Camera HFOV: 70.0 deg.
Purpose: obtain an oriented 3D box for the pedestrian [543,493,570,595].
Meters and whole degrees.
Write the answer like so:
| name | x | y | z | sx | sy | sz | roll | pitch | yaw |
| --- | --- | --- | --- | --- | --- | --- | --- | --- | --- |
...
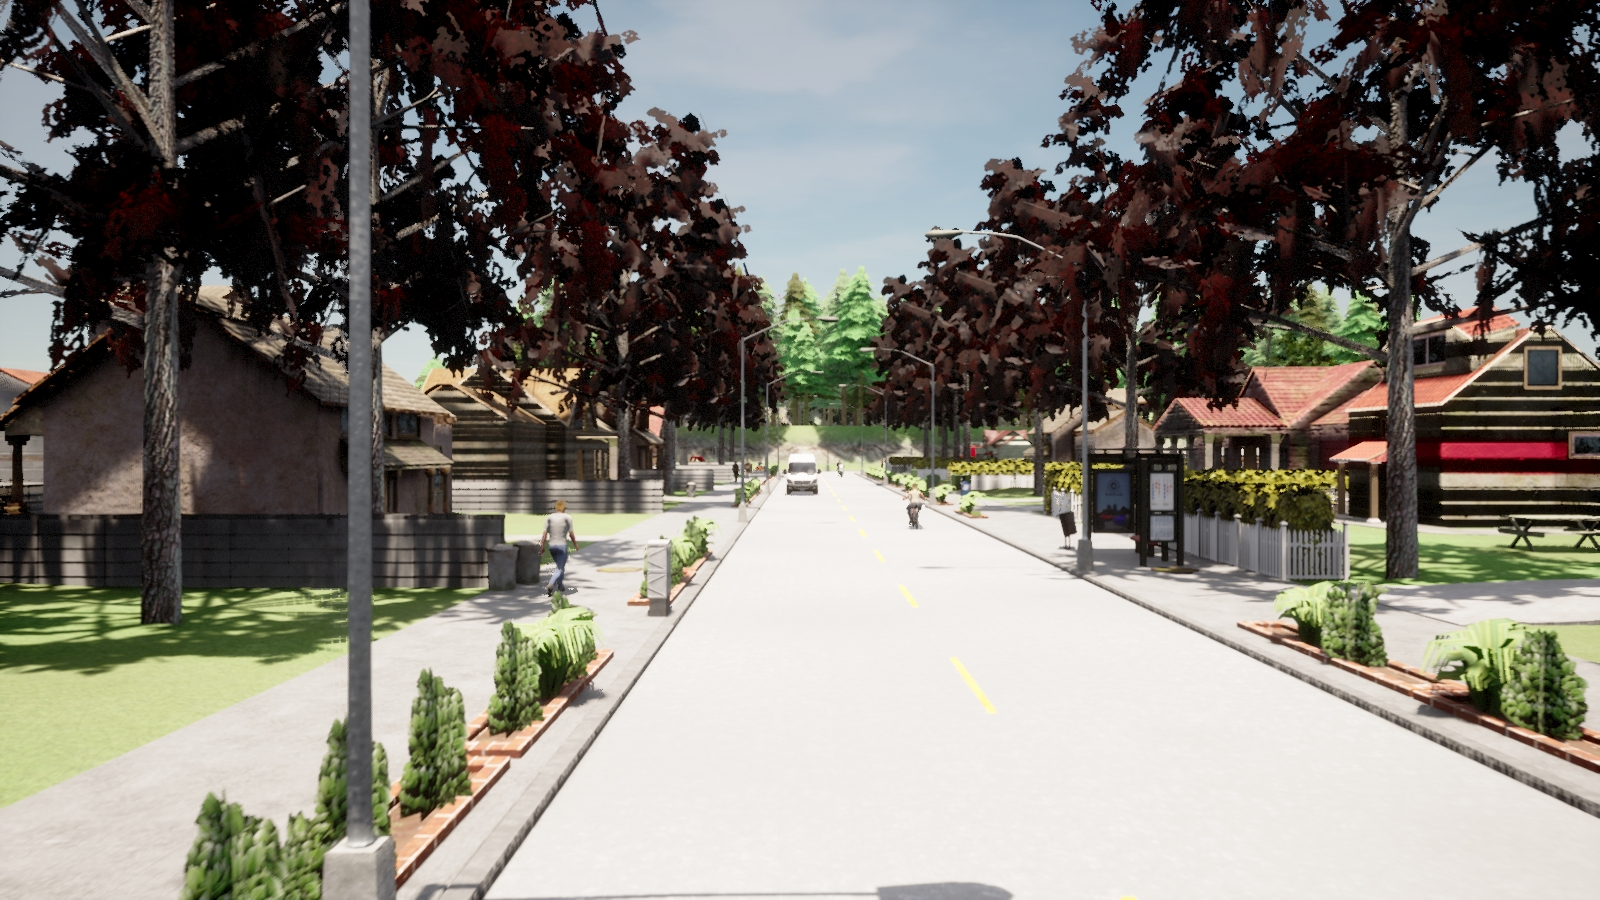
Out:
| name | x | y | z | sx | sy | sz | roll | pitch | yaw |
| --- | --- | --- | --- | --- | --- | --- | --- | --- | --- |
| pedestrian | -4.529 | 1.742 | 21.263 | 0.375 | 1.860 | 0.375 | 0 | 0 | 12 |

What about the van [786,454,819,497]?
| name | x | y | z | sx | sy | sz | roll | pitch | yaw |
| --- | --- | --- | --- | --- | --- | --- | --- | --- | --- |
| van | 0.137 | 1.532 | 71.793 | 1.988 | 2.561 | 5.915 | 0 | 0 | 0 |

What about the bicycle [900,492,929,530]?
| name | x | y | z | sx | sy | sz | roll | pitch | yaw |
| --- | --- | --- | --- | --- | --- | --- | --- | --- | --- |
| bicycle | 4.092 | 2.156 | 40.885 | 0.859 | 1.276 | 1.487 | 0 | 0 | 0 |
